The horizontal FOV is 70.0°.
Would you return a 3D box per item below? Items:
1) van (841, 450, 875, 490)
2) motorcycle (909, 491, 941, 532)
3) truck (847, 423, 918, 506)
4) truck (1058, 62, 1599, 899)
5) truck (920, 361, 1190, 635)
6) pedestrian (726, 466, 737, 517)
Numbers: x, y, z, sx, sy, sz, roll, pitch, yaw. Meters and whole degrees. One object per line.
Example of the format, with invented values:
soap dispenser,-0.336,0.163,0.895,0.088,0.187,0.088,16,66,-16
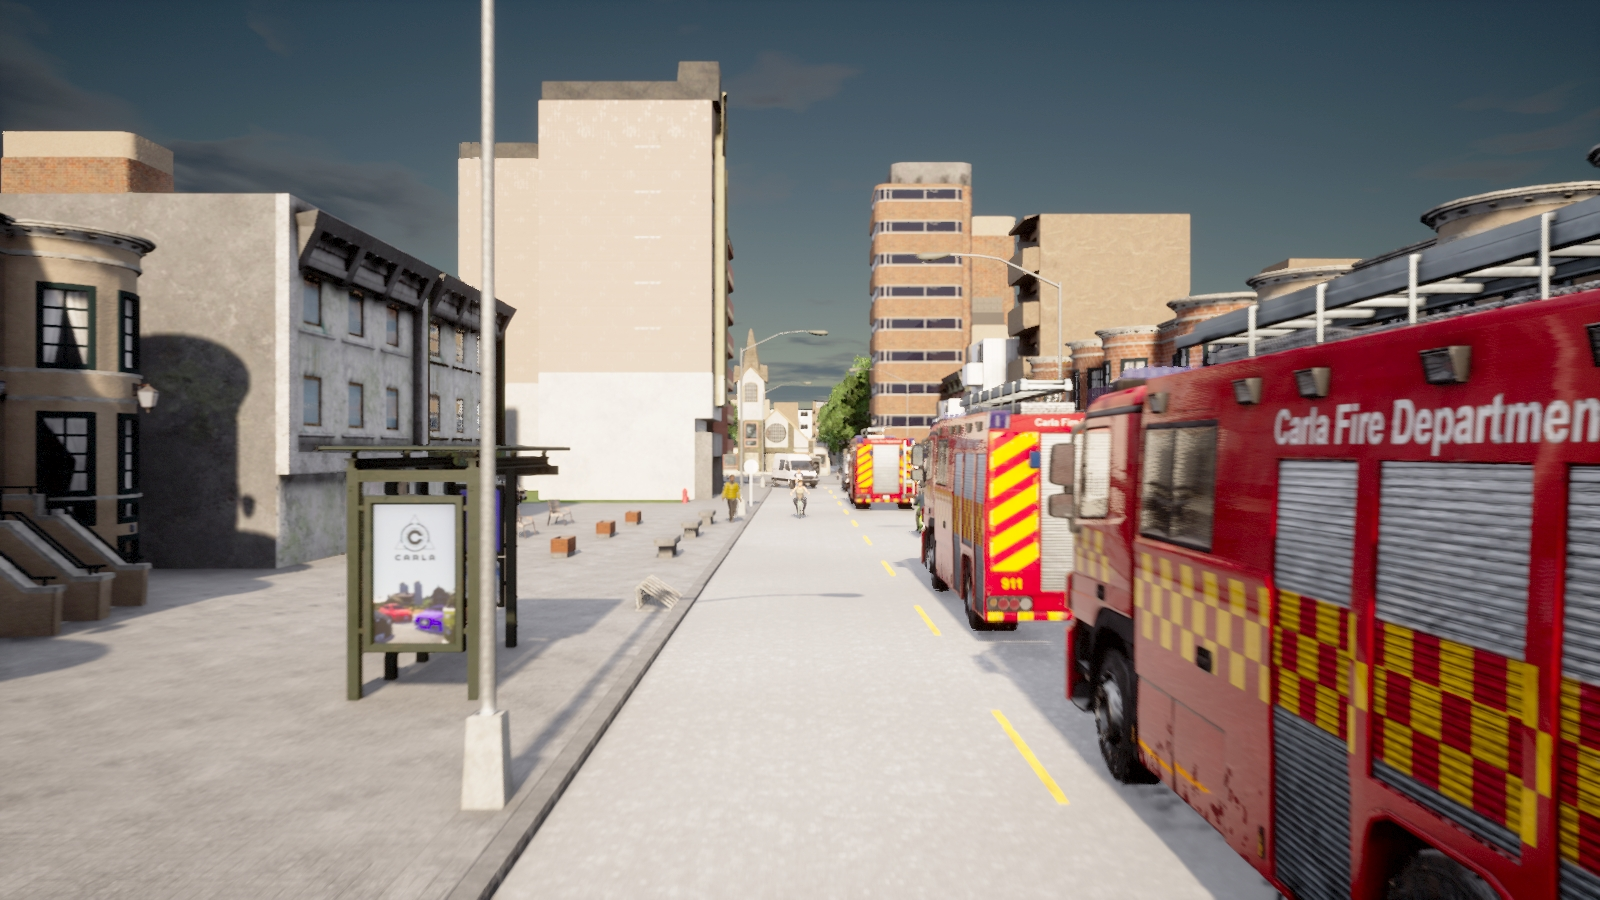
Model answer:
van,3.908,1.314,77.586,1.988,2.561,5.915,0,0,-1
motorcycle,4.000,1.962,36.652,0.856,1.236,1.805,0,0,0
truck,3.977,0.670,56.921,2.891,3.827,8.468,0,0,0
truck,4.006,0.670,7.096,2.891,3.827,8.468,0,0,0
truck,4.007,0.670,20.214,2.891,3.827,8.468,0,0,0
pedestrian,-2.509,1.523,41.859,0.375,1.860,0.375,0,0,-12
